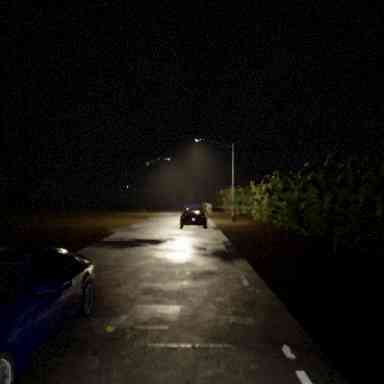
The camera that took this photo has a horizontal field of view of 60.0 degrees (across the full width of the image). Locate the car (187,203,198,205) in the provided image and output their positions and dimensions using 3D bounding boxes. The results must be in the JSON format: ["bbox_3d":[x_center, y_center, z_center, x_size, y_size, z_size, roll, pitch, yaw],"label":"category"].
[{"bbox_3d":[0.099,2.174,41.912,1.882,1.535,5.008,0,-1,0],"label":"car"}]

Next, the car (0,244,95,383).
[{"bbox_3d":[-2.807,1.575,4.850,1.812,1.442,4.674,0,-1,1],"label":"car"}]

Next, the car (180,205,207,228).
[{"bbox_3d":[0.102,1.922,25.158,1.994,1.385,4.181,0,-1,0],"label":"car"}]
